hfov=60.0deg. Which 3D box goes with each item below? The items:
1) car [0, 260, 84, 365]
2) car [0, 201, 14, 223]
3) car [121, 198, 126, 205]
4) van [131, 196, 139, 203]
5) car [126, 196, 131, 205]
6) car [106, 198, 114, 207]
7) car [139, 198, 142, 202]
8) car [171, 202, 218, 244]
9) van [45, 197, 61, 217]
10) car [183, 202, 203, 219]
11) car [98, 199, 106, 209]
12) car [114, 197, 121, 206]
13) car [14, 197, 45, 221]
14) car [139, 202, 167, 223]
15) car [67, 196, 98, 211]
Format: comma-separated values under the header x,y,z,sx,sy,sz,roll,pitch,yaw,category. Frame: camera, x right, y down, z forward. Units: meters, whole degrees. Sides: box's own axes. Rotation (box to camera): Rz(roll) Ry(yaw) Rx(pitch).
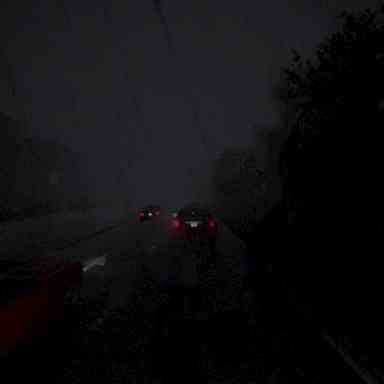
x,y,z,sx,sy,sz,roll,pitch,yaw,category
-3.163,1.642,4.839,1.895,1.301,4.718,0,0,0,car
-15.408,1.523,24.082,2.185,1.767,4.553,0,0,0,car
-15.526,1.901,68.281,2.185,1.767,4.553,0,0,0,car
-15.571,1.942,84.834,1.878,1.987,4.442,0,0,0,van
-15.542,2.114,73.901,2.002,1.452,4.674,0,0,0,car
-15.498,1.933,57.205,2.231,1.521,4.892,0,0,0,car
-15.587,2.245,90.443,2.163,1.488,4.792,0,0,0,car
0.095,1.492,16.656,2.097,1.767,4.553,0,-1,0,car
-15.437,1.516,34.985,1.878,1.987,4.442,0,-1,0,van
0.093,1.789,33.992,1.837,1.490,4.892,0,0,0,car
-15.482,1.884,51.679,2.097,1.535,5.008,0,0,0,car
-15.512,1.854,62.756,2.185,1.767,4.553,0,0,0,car
-15.423,1.570,29.606,2.185,1.767,4.553,0,0,0,car
-3.157,1.779,27.724,2.033,1.411,5.357,0,0,0,car
-15.467,1.587,46.248,2.435,2.045,5.566,0,0,0,car
